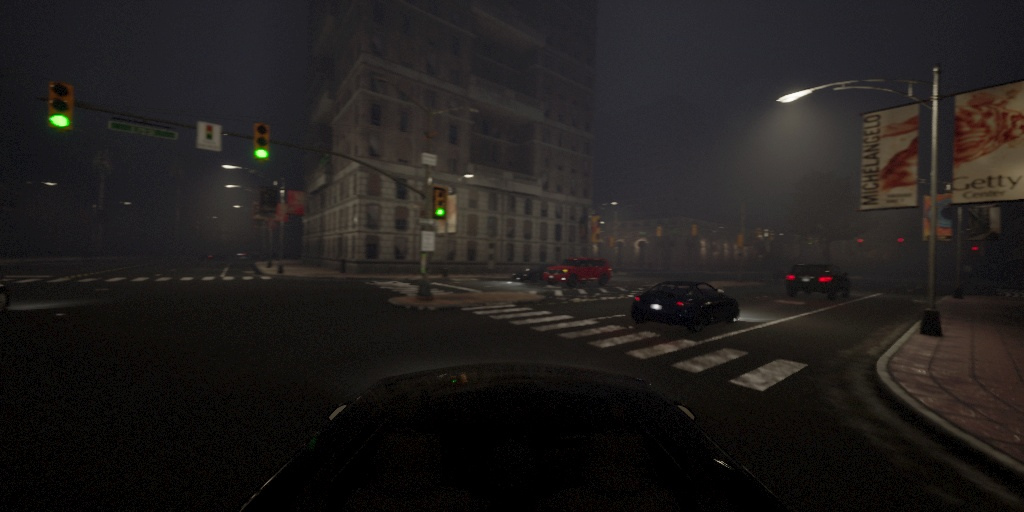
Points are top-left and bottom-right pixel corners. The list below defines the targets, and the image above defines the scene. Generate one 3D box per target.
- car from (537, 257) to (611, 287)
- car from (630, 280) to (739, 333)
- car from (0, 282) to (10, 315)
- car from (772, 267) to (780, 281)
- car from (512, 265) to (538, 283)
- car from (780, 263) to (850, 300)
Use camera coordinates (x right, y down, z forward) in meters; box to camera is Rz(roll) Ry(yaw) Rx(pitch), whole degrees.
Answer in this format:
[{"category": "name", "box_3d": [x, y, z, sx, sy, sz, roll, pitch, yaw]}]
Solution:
[{"category": "car", "box_3d": [4.835, 1.106, 25.886, 5.566, 2.045, 2.150, 2, 0, -38]}, {"category": "car", "box_3d": [5.655, 1.472, 11.584, 4.181, 1.385, 1.994, 2, 0, -41]}, {"category": "car", "box_3d": [-13.650, 0.871, 8.000, 1.837, 1.490, 4.892, 2, 0, -37]}, {"category": "car", "box_3d": [30.843, 2.162, 39.817, 2.033, 1.411, 5.357, 2, 0, 19]}, {"category": "car", "box_3d": [2.576, 1.368, 28.571, 5.357, 1.411, 2.033, 2, 0, -38]}, {"category": "car", "box_3d": [18.756, 1.497, 21.927, 5.566, 2.045, 2.150, 2, 0, -38]}]
